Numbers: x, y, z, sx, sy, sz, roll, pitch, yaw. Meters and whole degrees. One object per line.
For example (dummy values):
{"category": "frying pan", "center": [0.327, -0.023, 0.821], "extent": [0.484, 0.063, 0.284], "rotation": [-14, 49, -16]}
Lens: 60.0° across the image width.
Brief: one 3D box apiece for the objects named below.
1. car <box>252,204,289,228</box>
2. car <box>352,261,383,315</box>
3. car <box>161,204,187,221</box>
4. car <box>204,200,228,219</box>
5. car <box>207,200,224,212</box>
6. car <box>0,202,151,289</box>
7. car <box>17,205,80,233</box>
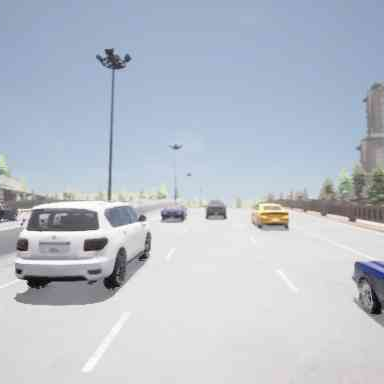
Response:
{"category": "car", "center": [5.183, 1.538, 22.451], "extent": [1.882, 1.535, 5.008], "rotation": [0, 0, 4]}
{"category": "car", "center": [4.033, 1.602, 4.588], "extent": [1.895, 1.301, 4.718], "rotation": [0, 0, 4]}
{"category": "car", "center": [-1.435, 1.722, 28.588], "extent": [1.895, 1.301, 4.718], "rotation": [0, 0, 4]}
{"category": "car", "center": [2.180, 1.611, 30.267], "extent": [1.837, 1.490, 4.892], "rotation": [0, 0, 4]}
{"category": "car", "center": [2.910, 1.711, 41.581], "extent": [1.994, 1.385, 4.181], "rotation": [0, 0, 4]}
{"category": "car", "center": [-2.666, 1.279, 9.529], "extent": [2.150, 2.045, 5.566], "rotation": [0, 0, 4]}
{"category": "car", "center": [-9.103, 1.664, 21.555], "extent": [1.812, 1.442, 4.674], "rotation": [0, 0, 4]}
